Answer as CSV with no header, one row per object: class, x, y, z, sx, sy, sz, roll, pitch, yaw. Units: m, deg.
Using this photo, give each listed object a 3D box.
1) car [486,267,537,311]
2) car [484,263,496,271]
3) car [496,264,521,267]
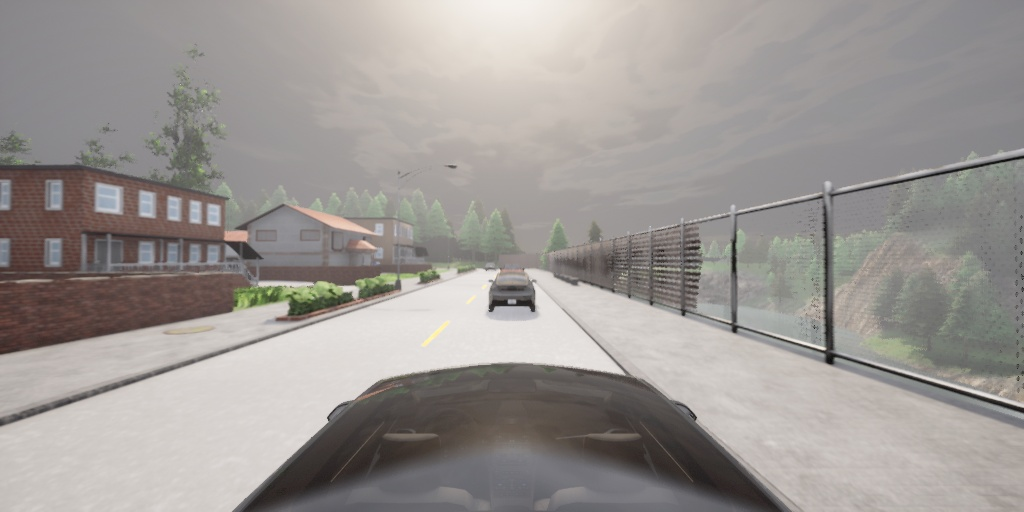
car,0.020,1.410,15.324,1.837,1.490,4.892,0,0,0
car,-3.718,1.948,63.351,1.837,1.490,4.892,1,-1,1
car,0.021,1.422,30.248,2.097,1.767,4.553,0,-1,0
